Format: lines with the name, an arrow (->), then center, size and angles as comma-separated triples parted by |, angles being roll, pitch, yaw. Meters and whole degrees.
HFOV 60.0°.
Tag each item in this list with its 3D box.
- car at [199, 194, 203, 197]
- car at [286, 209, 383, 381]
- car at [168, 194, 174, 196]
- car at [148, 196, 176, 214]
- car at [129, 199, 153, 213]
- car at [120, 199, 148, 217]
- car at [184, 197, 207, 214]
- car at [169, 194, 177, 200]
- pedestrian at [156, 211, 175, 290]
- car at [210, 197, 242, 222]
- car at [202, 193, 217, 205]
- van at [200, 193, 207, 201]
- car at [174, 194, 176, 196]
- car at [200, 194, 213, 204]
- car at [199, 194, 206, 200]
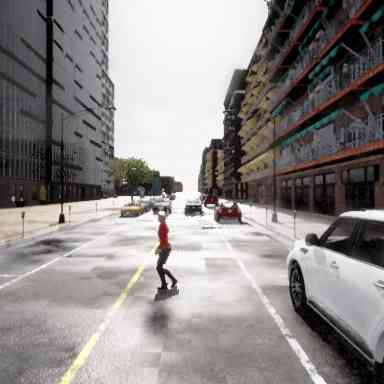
car -> 0.153, 1.458, 46.632 | 2.128, 1.511, 4.902 | 0, 0, 1
car -> 3.009, 1.224, 4.514 | 2.150, 2.045, 5.566 | 0, 0, 0
car -> -5.547, 1.366, 71.311 | 1.967, 1.590, 4.097 | 1, 0, 0
car -> -3.032, 1.471, 34.940 | 2.128, 1.511, 4.902 | 0, 0, 0
car -> -5.610, 1.528, 37.435 | 2.008, 1.369, 4.403 | 1, 0, 0
car -> -5.621, 1.508, 31.619 | 1.752, 1.417, 4.829 | 1, 0, 0
car -> 0.157, 1.527, 34.688 | 2.033, 1.411, 5.357 | 0, 0, 0
car -> -5.467, 1.316, 93.895 | 1.967, 1.590, 4.097 | 1, 0, 0
pedestrian -> -0.653, 1.289, 7.592 | 0.375, 1.860, 0.375 | 1, -1, -3
car -> 2.750, 1.427, 26.156 | 1.967, 1.590, 4.097 | 1, 0, 0
car -> 2.795, 1.279, 48.740 | 2.192, 1.841, 5.009 | 1, 0, 0
van -> 2.860, 1.244, 82.617 | 1.690, 1.788, 3.998 | 1, 0, 0
car -> -5.484, 1.330, 88.248 | 1.967, 1.590, 4.097 | 1, 0, 0
car -> 2.828, 1.251, 65.678 | 2.192, 1.841, 5.009 | 1, 0, 0
car -> 2.879, 1.421, 93.912 | 1.887, 1.381, 4.507 | 1, 0, 0
